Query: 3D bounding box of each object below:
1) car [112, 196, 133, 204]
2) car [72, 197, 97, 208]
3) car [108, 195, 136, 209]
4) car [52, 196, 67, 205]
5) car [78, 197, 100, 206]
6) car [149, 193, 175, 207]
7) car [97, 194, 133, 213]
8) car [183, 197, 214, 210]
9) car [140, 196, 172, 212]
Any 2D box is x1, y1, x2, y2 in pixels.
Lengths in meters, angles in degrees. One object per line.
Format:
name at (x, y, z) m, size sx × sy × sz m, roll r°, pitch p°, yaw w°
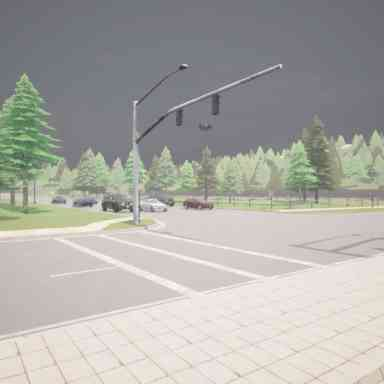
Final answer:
car at (-13.238, 1.547, 62.959) m, size 2.033 × 1.411 × 5.357 m, roll 0°, pitch 0°, yaw -35°
car at (-15.822, 1.601, 48.284) m, size 1.895 × 1.301 × 4.718 m, roll 0°, pitch 0°, yaw -35°
car at (-9.662, 1.352, 45.606) m, size 2.097 × 1.767 × 4.553 m, roll 0°, pitch 0°, yaw -35°
car at (-23.933, 1.506, 59.920) m, size 1.837 × 1.490 × 4.892 m, roll 0°, pitch 0°, yaw -35°
car at (-17.745, 1.548, 57.138) m, size 2.033 × 1.411 × 5.357 m, roll 0°, pitch 0°, yaw -35°
car at (-4.798, 1.222, 50.857) m, size 2.150 × 2.045 × 5.566 m, roll 0°, pitch 0°, yaw -35°
car at (-8.476, 1.221, 37.849) m, size 2.150 × 2.045 × 5.566 m, roll 0°, pitch 0°, yaw -36°
car at (0.780, 1.478, 42.926) m, size 1.882 × 1.535 × 5.008 m, roll 0°, pitch 0°, yaw -35°
car at (-4.607, 1.526, 38.449) m, size 1.812 × 1.442 × 4.674 m, roll 0°, pitch 0°, yaw -35°
